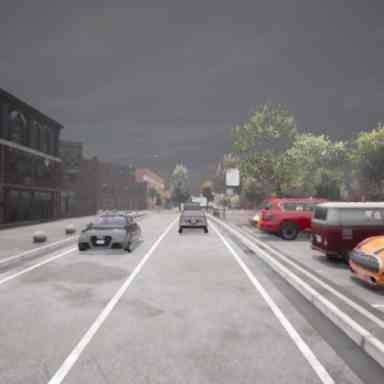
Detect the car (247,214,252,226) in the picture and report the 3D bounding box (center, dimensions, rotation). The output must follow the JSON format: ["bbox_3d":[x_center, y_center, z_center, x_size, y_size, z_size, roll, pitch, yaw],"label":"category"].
[{"bbox_3d":[6.192,1.696,20.180,5.008,1.535,2.097,0,-1,-1],"label":"car"}]

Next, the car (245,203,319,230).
[{"bbox_3d":[6.185,1.631,23.218,4.553,1.767,2.185,0,-1,-1],"label":"car"}]

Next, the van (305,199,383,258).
[{"bbox_3d":[6.382,1.324,11.077,4.442,1.987,1.878,0,-1,0],"label":"van"}]

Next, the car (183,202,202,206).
[{"bbox_3d":[0.029,2.206,40.490,2.150,2.045,5.566,0,-2,0],"label":"car"}]

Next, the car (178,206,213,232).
[{"bbox_3d":[0.063,1.855,22.198,2.033,1.411,5.357,0,-2,0],"label":"car"}]

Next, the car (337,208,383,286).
[{"bbox_3d":[6.316,1.391,8.038,4.553,1.767,2.185,0,0,0],"label":"car"}]

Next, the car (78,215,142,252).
[{"bbox_3d":[-3.365,1.693,14.274,1.994,1.385,4.181,0,-1,0],"label":"car"}]

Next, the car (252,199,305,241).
[{"bbox_3d":[6.248,1.387,17.268,5.566,2.045,2.435,0,-1,0],"label":"car"}]

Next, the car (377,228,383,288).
[{"bbox_3d":[6.119,1.493,5.118,5.366,1.575,1.946,0,0,0],"label":"car"}]
